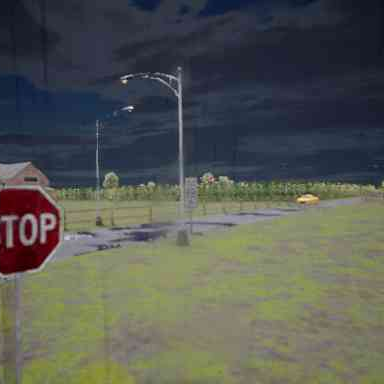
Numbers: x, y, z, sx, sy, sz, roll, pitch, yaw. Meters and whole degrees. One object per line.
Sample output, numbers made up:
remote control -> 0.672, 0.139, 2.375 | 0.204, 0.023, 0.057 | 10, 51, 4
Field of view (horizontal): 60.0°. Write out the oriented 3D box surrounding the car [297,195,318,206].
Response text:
car -> 16.742, 1.203, 48.137 | 1.882, 1.535, 5.008 | -1, 0, 36
